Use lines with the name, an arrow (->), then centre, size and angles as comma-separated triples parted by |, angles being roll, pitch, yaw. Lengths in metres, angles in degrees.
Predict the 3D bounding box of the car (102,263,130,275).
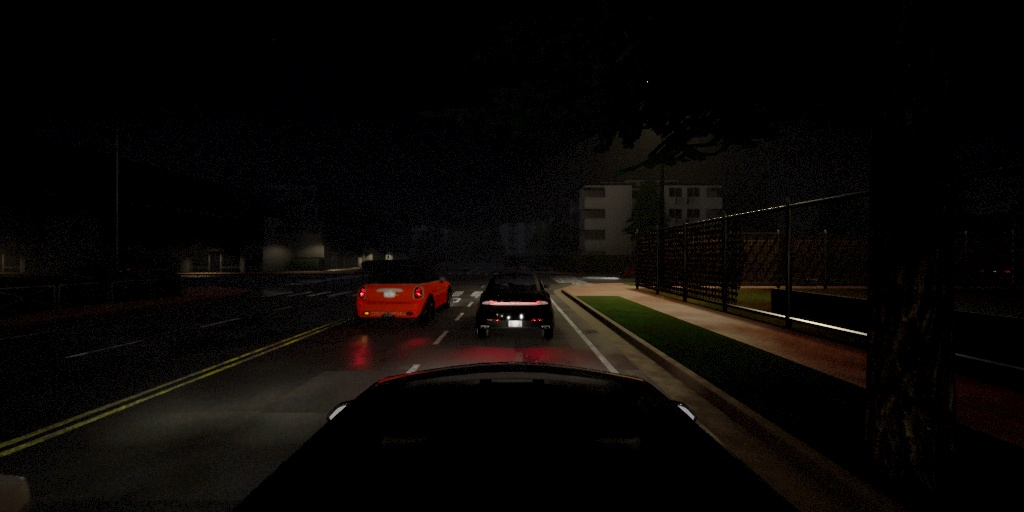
car -> -35.800, 1.314, 30.976 | 4.181, 1.385, 1.994 | 0, 0, 0

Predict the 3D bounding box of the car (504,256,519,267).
car -> -0.042, 0.971, 56.151 | 2.150, 2.045, 5.566 | 0, 0, 0

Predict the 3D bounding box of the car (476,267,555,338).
car -> 0.088, 1.242, 10.132 | 2.128, 1.511, 4.902 | 0, 0, 0

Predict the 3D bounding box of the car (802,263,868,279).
car -> 28.704, 1.239, 31.943 | 4.892, 1.490, 1.837 | 0, 0, 0

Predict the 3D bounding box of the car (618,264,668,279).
car -> 11.659, 1.296, 31.916 | 4.181, 1.385, 1.994 | 0, 0, 0

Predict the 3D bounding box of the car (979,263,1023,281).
car -> 40.889, 1.273, 29.407 | 5.357, 1.411, 2.033 | 0, 0, -19

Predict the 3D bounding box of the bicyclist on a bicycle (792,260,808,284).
bicyclist on a bicycle -> 18.301, 1.037, 22.965 | 0.582, 1.620, 1.656 | 0, 0, 0

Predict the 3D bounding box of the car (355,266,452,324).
car -> -3.399, 1.101, 12.117 | 2.097, 1.767, 4.553 | 0, 0, 0
